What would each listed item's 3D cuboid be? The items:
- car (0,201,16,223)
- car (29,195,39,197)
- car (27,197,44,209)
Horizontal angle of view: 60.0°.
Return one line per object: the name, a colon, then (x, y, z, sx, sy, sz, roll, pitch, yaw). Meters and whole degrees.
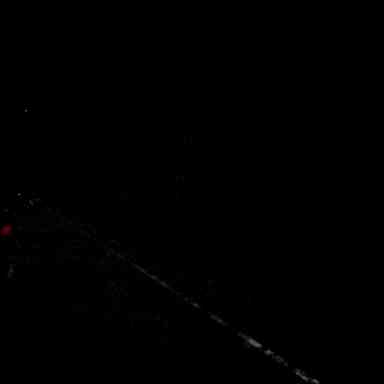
car: (-15.356, 1.489, 26.243, 2.097, 1.767, 4.553, 1, -1, -27)
car: (-31.728, 1.633, 66.678, 2.150, 2.045, 5.566, 1, -1, -27)
car: (-24.384, 1.884, 52.168, 1.994, 1.385, 4.181, 1, -1, -27)
